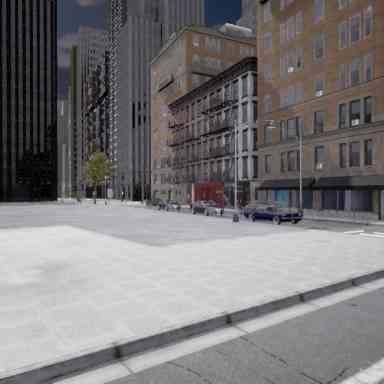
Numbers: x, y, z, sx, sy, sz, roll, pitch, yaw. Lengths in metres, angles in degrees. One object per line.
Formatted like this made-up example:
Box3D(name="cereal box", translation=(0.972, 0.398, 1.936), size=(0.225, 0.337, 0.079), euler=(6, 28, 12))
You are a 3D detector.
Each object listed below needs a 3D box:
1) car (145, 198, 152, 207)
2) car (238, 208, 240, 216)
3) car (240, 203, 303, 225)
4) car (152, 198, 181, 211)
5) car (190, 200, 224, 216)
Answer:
Box3D(name="car", translation=(-6.393, 1.773, 56.052), size=(1.837, 1.490, 4.892), euler=(0, 0, -26))
Box3D(name="car", translation=(6.030, 1.668, 30.908), size=(1.994, 1.385, 4.181), euler=(0, 0, -26))
Box3D(name="car", translation=(5.975, 1.687, 24.932), size=(1.895, 1.301, 4.718), euler=(0, 0, -26))
Box3D(name="car", translation=(-3.093, 1.690, 43.316), size=(2.128, 1.511, 4.902), euler=(0, 0, -26))
Box3D(name="car", translation=(1.458, 1.631, 34.073), size=(2.128, 1.511, 4.902), euler=(0, 0, -26))
